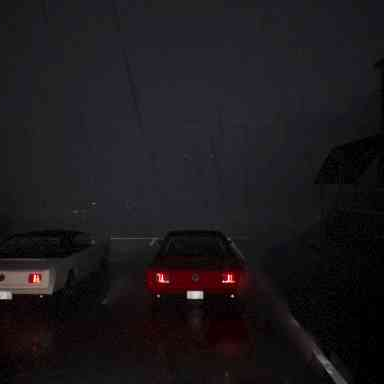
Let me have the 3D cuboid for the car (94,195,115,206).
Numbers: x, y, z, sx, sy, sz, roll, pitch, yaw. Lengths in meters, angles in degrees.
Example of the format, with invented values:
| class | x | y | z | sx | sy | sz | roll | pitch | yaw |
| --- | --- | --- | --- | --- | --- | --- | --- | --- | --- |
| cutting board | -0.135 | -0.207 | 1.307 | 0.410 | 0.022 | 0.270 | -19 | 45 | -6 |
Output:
| class | x | y | z | sx | sy | sz | roll | pitch | yaw |
| --- | --- | --- | --- | --- | --- | --- | --- | --- | --- |
| car | -14.088 | 1.359 | 53.843 | 2.097 | 1.767 | 4.553 | 0 | 0 | 2 |

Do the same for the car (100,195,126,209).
| class | x | y | z | sx | sy | sz | roll | pitch | yaw |
| --- | --- | --- | --- | --- | --- | --- | --- | --- | --- |
| car | -10.600 | 1.530 | 44.992 | 1.812 | 1.442 | 4.674 | 0 | 0 | 0 |

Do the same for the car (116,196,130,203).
| class | x | y | z | sx | sy | sz | roll | pitch | yaw |
| --- | --- | --- | --- | --- | --- | --- | --- | --- | --- |
| car | -14.008 | 1.563 | 67.859 | 1.994 | 1.385 | 4.181 | 0 | 0 | 0 |

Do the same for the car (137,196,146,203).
| class | x | y | z | sx | sy | sz | roll | pitch | yaw |
| --- | --- | --- | --- | --- | --- | --- | --- | --- | --- |
| car | -10.513 | 1.566 | 67.493 | 1.994 | 1.385 | 4.181 | 0 | 0 | 0 |

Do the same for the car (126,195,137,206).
| class | x | y | z | sx | sy | sz | roll | pitch | yaw |
| --- | --- | --- | --- | --- | --- | --- | --- | --- | --- |
| car | -10.596 | 1.359 | 53.100 | 2.097 | 1.767 | 4.553 | 0 | 0 | 0 |

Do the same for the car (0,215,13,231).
| class | x | y | z | sx | sy | sz | roll | pitch | yaw |
| --- | --- | --- | --- | --- | --- | --- | --- | --- | --- |
| car | -10.602 | 1.549 | 15.670 | 2.033 | 1.411 | 5.357 | 0 | 0 | 0 |

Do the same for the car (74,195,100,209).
| class | x | y | z | sx | sy | sz | roll | pitch | yaw |
| --- | --- | --- | --- | --- | --- | --- | --- | --- | --- |
| car | -14.104 | 1.496 | 44.215 | 2.128 | 1.511 | 4.902 | 0 | 0 | 0 |

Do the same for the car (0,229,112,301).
| class | x | y | z | sx | sy | sz | roll | pitch | yaw |
| --- | --- | --- | --- | --- | --- | --- | --- | --- | --- |
| car | -3.424 | 1.602 | 8.304 | 1.895 | 1.301 | 4.718 | 0 | 0 | 0 |

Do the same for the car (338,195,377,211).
| class | x | y | z | sx | sy | sz | roll | pitch | yaw |
| --- | --- | --- | --- | --- | --- | --- | --- | --- | --- |
| car | 14.158 | 1.060 | 28.511 | 4.181 | 1.385 | 1.994 | -14 | 0 | -1 |

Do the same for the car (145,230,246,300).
| class | x | y | z | sx | sy | sz | roll | pitch | yaw |
| --- | --- | --- | --- | --- | --- | --- | --- | --- | --- |
| car | 0.077 | 1.602 | 8.321 | 1.895 | 1.301 | 4.718 | 0 | 0 | 0 |
